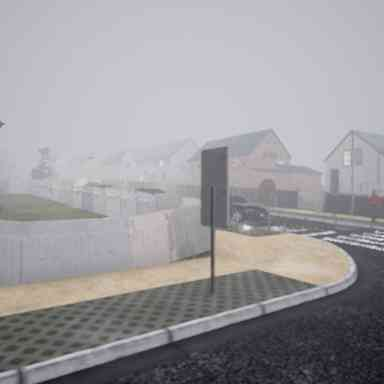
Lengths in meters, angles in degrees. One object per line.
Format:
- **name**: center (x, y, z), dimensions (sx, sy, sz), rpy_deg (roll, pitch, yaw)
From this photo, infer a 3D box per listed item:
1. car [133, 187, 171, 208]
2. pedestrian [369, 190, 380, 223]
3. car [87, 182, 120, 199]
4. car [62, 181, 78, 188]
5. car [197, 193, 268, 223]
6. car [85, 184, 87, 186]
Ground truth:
- **car**: center (-3.197, 0.389, 27.064), dimensions (1.837, 1.490, 4.892), rpy_deg (0, 2, -35)
- **pedestrian**: center (10.058, 0.762, 18.395), dimensions (0.375, 1.860, 0.375), rpy_deg (4, -2, -35)
- **car**: center (-9.372, -0.124, 35.872), dimensions (1.837, 1.490, 4.892), rpy_deg (0, 3, -35)
- **car**: center (-21.450, -1.261, 58.167), dimensions (2.033, 1.411, 5.357), rpy_deg (0, 2, -35)
- **car**: center (2.221, 0.810, 19.354), dimensions (1.882, 1.535, 5.008), rpy_deg (0, 3, -35)
- **car**: center (-14.037, -0.690, 47.626), dimensions (1.837, 1.490, 4.892), rpy_deg (0, 3, -35)
